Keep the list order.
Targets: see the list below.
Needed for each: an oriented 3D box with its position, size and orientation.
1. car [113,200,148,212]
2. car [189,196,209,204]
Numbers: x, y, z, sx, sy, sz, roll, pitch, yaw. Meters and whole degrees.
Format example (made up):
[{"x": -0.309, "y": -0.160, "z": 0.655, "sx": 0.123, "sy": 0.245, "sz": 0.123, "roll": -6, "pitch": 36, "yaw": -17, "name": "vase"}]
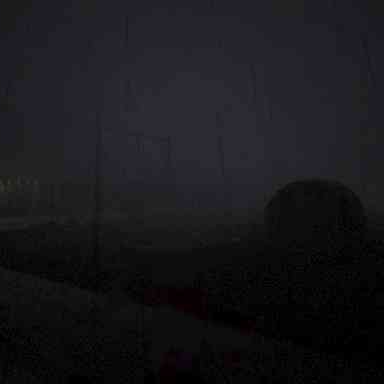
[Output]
[{"x": -7.277, "y": 1.687, "z": 39.882, "sx": 1.837, "sy": 1.490, "sz": 4.892, "roll": 0, "pitch": 0, "yaw": 33, "name": "car"}, {"x": 1.281, "y": 1.341, "z": 53.125, "sx": 1.837, "sy": 1.490, "sz": 4.892, "roll": 0, "pitch": 0, "yaw": 33, "name": "car"}]
